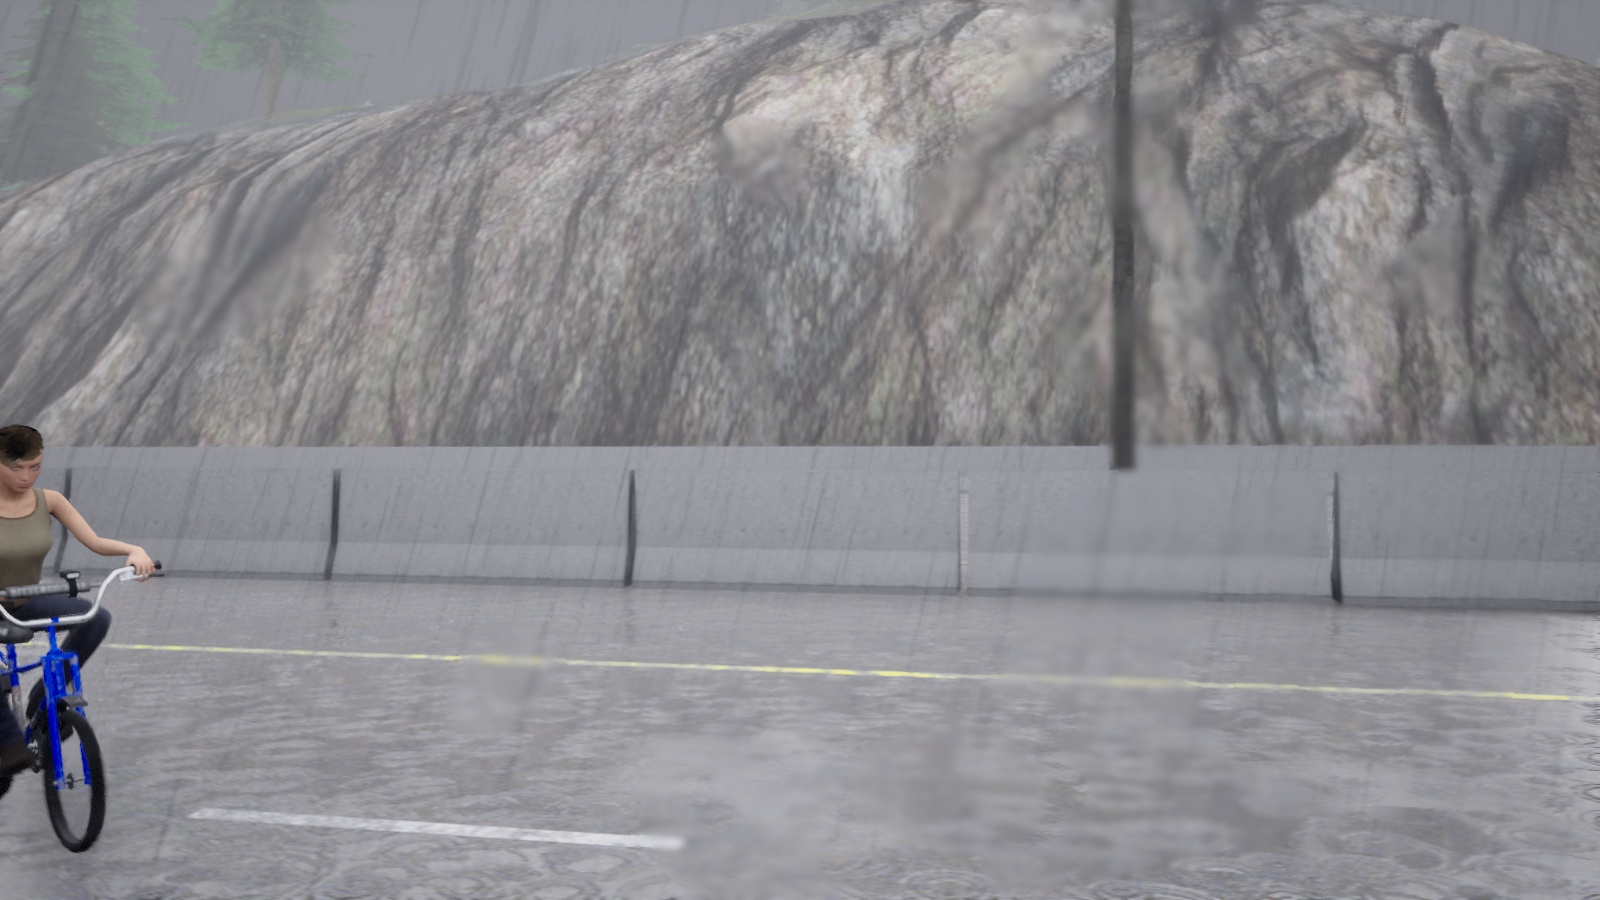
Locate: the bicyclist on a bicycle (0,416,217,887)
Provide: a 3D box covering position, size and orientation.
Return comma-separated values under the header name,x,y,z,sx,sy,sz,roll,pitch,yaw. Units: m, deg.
name,x,y,z,sx,sy,sz,roll,pitch,yaw
bicyclist on a bicycle,-3.105,0.677,5.019,1.509,1.612,0.866,1,1,41
